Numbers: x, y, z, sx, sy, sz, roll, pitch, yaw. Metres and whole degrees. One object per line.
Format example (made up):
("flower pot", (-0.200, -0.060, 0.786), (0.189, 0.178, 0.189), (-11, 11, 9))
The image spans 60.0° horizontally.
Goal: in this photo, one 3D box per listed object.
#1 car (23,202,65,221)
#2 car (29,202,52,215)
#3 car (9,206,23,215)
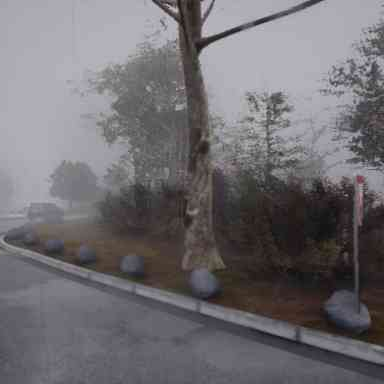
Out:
("car", (-17.011, 2.303, 39.039), (2.150, 2.045, 5.566), (-1, -2, 3))
("car", (-25.184, 2.644, 55.345), (2.150, 2.045, 5.566), (0, -1, -10))
("car", (-28.352, 3.003, 54.921), (2.033, 1.411, 5.357), (-1, -1, -10))
